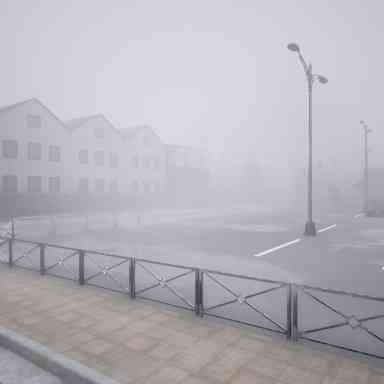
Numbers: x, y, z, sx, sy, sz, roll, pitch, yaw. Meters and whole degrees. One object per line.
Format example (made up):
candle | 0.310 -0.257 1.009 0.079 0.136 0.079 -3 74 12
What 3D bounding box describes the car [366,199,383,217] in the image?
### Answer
car | 15.327 1.298 26.875 2.007 1.523 4.514 0 0 35
